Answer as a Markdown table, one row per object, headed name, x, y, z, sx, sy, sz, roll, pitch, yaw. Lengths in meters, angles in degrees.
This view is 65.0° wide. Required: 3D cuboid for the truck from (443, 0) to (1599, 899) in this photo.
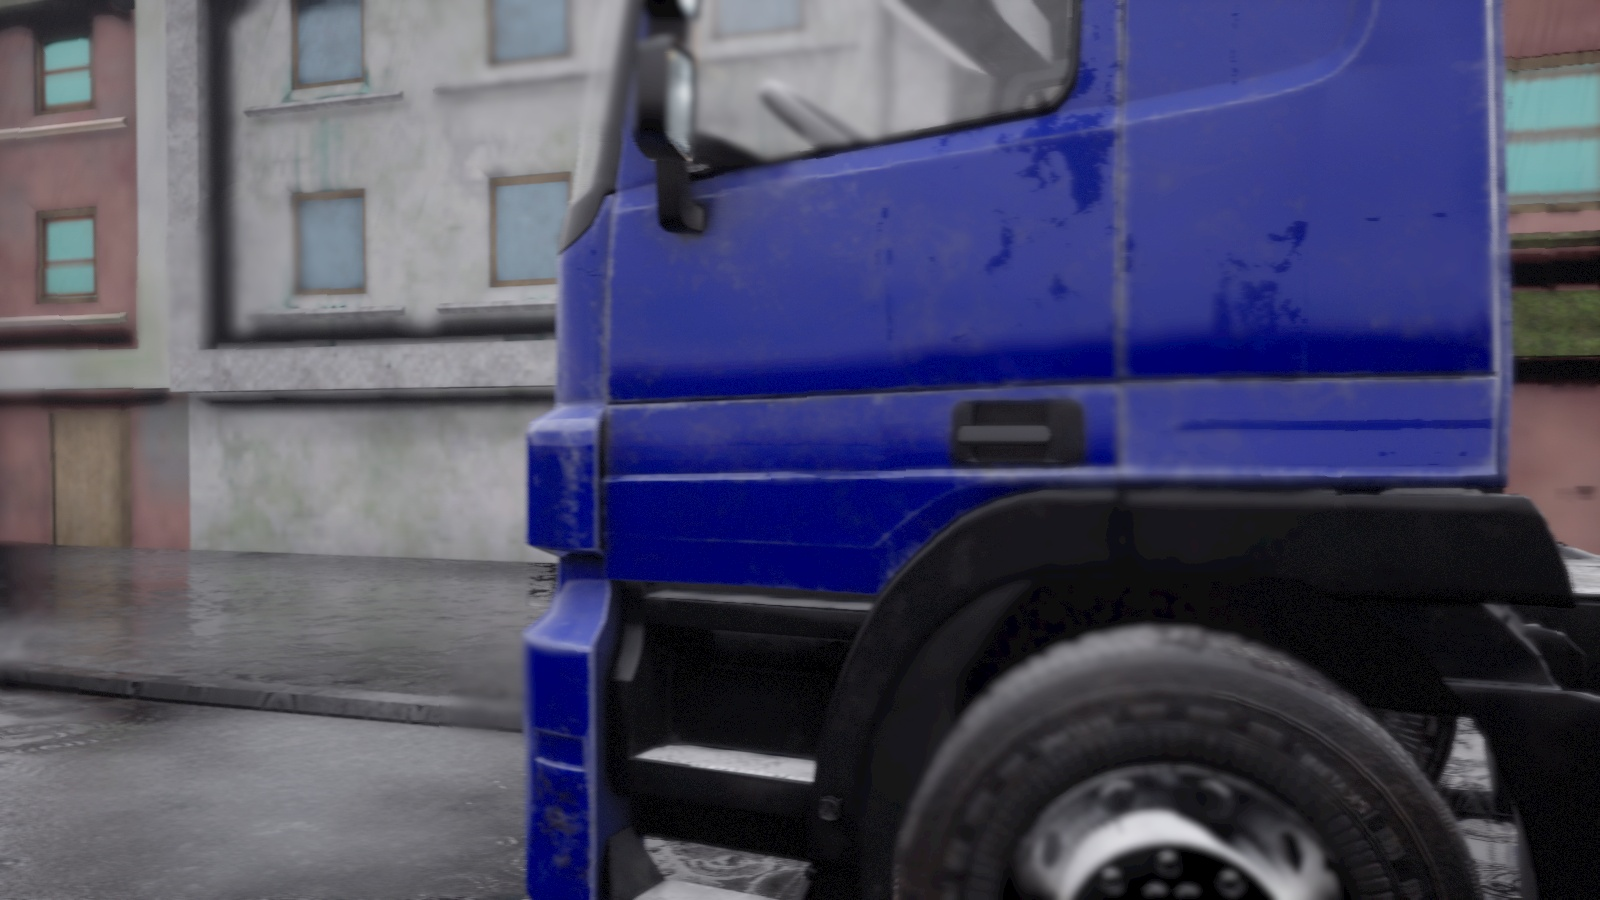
| name | x | y | z | sx | sy | sz | roll | pitch | yaw |
| --- | --- | --- | --- | --- | --- | --- | --- | --- | --- |
| truck | 3.312 | -0.185 | 2.658 | 7.936 | 3.462 | 2.891 | 1 | 1 | 26 |
